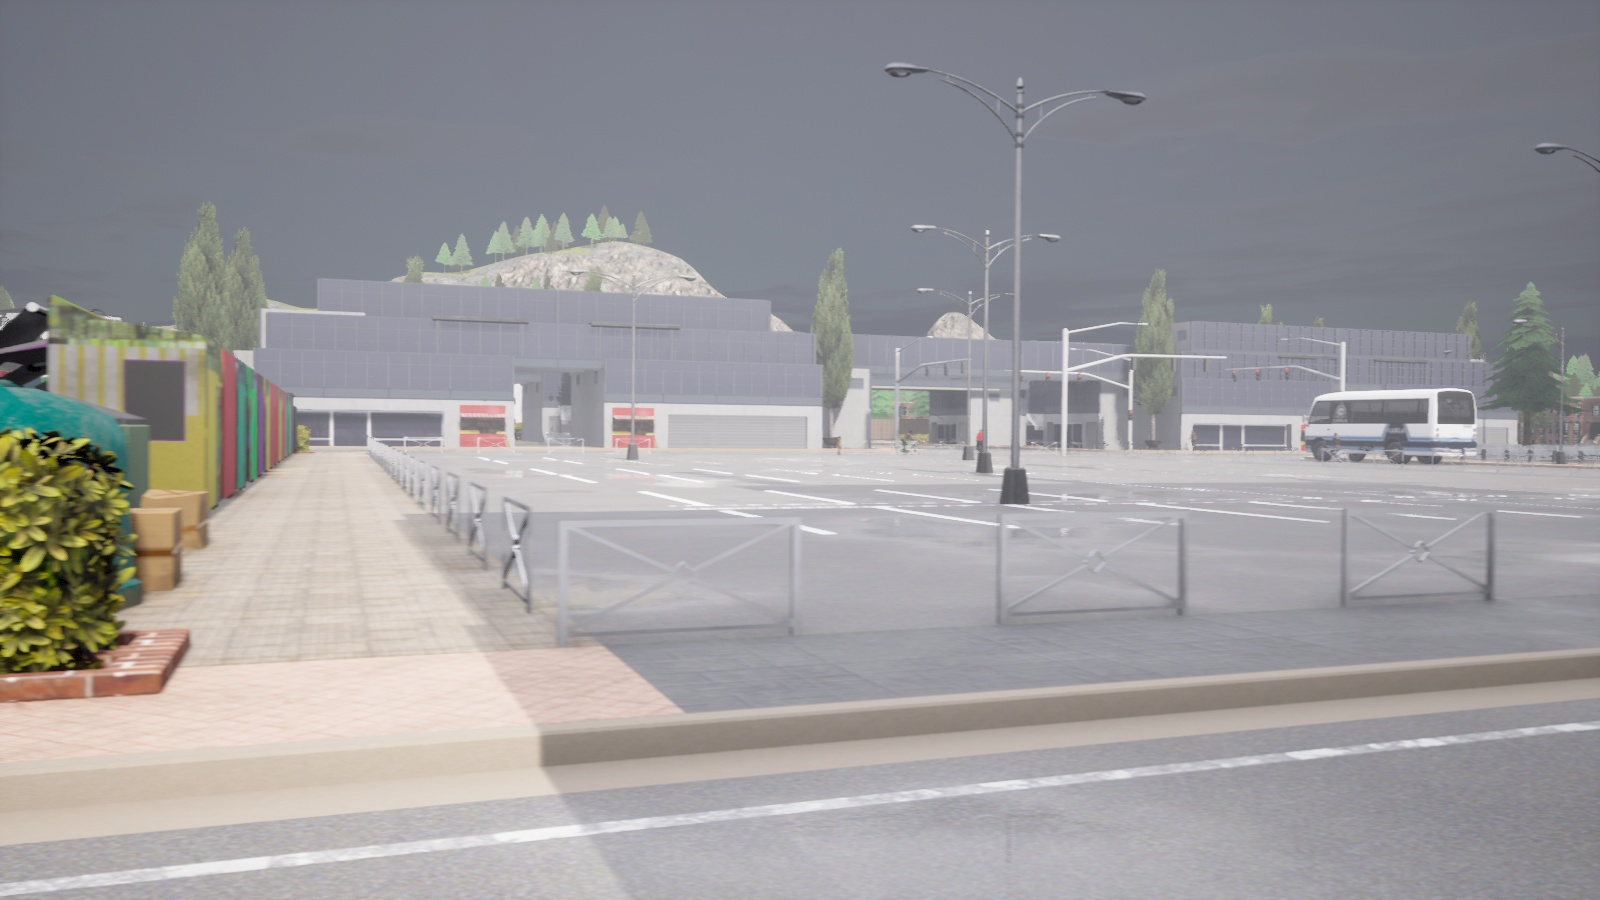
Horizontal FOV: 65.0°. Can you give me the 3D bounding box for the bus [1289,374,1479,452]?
[{"bbox_3d":[34.008,-2.092,73.823,3.944,4.253,10.273,-1,1,-21],"label":"bus"}]
